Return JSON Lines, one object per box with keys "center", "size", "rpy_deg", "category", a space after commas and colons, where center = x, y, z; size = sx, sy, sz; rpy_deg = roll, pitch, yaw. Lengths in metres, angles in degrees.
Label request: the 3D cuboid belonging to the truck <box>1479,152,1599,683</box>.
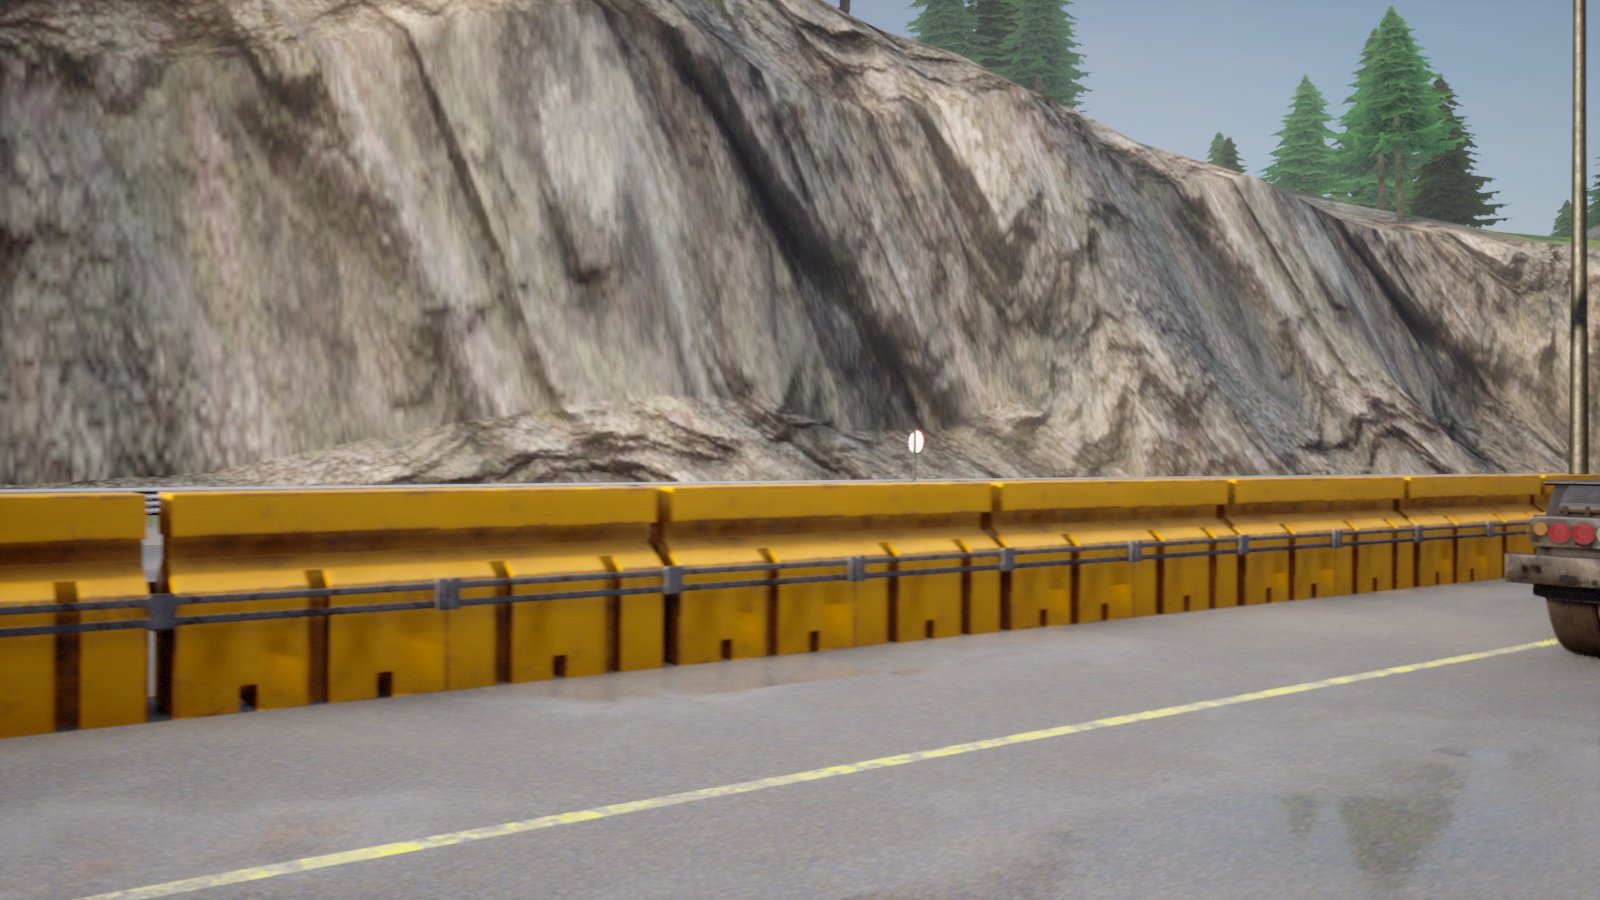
{"center": [8.847, -0.210, 9.947], "size": [7.936, 3.462, 2.891], "rpy_deg": [0, 0, -35], "category": "truck"}
